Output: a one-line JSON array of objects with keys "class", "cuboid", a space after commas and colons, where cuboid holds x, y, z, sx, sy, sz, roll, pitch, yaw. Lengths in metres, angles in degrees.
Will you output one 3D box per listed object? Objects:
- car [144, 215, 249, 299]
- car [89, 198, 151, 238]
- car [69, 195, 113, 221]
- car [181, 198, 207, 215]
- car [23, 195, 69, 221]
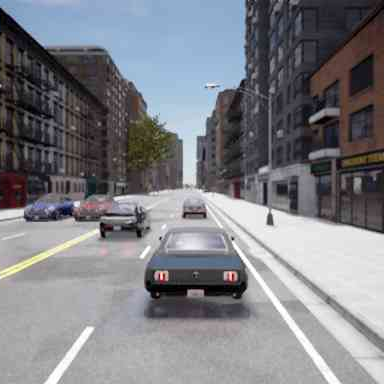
[{"class": "car", "cuboid": [0.111, 1.476, 8.096, 1.895, 1.301, 4.718, 0, 1, 1]}, {"class": "car", "cuboid": [-3.109, 1.247, 16.144, 2.128, 1.511, 4.902, 0, 1, -1]}, {"class": "car", "cuboid": [-6.550, 1.004, 23.224, 2.097, 1.767, 4.553, 0, 1, 0]}, {"class": "car", "cuboid": [0.164, 1.161, 25.856, 2.033, 1.411, 5.357, 0, 1, -1]}, {"class": "car", "cuboid": [-9.799, 1.004, 23.227, 2.097, 1.767, 4.553, 0, 1, 0]}]
